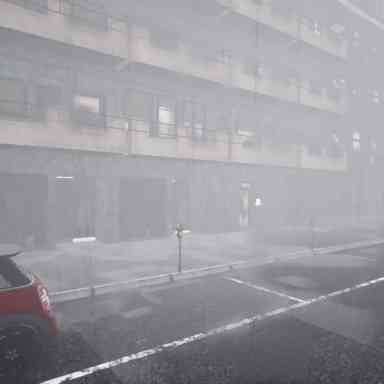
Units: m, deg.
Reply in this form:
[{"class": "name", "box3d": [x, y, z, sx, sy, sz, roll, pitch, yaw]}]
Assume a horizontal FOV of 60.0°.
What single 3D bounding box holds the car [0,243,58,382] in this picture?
[{"class": "car", "box3d": [-3.850, 1.440, 3.805, 4.097, 1.590, 1.967, 0, 0, -35]}]
